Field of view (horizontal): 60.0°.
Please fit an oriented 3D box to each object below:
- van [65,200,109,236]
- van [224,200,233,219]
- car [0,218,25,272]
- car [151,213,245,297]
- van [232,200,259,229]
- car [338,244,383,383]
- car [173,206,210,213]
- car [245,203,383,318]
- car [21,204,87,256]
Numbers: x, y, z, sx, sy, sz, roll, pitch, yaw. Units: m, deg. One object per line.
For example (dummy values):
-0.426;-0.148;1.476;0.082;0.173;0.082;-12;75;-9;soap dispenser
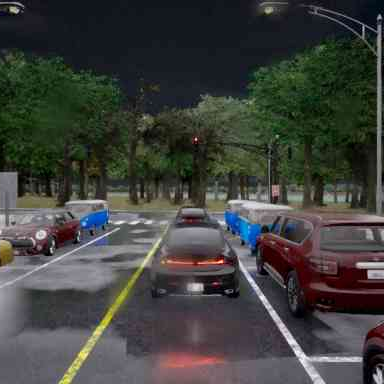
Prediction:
-5.772;1.342;18.235;1.690;1.788;3.998;0;0;0;van
2.753;1.342;18.239;1.690;1.788;3.998;0;0;0;van
-5.766;1.525;7.190;1.752;1.417;4.829;0;0;0;car
0.073;1.505;8.535;1.837;1.490;4.892;0;0;0;car
2.756;1.342;12.801;1.690;1.788;3.998;0;0;0;van
2.762;1.440;1.926;1.967;1.590;4.097;0;0;0;car
0.003;1.506;17.939;1.837;1.490;4.892;0;0;-1;car
2.759;1.315;7.364;2.192;1.841;5.009;0;0;0;car
-5.769;1.441;12.797;1.967;1.590;4.097;0;0;0;car
